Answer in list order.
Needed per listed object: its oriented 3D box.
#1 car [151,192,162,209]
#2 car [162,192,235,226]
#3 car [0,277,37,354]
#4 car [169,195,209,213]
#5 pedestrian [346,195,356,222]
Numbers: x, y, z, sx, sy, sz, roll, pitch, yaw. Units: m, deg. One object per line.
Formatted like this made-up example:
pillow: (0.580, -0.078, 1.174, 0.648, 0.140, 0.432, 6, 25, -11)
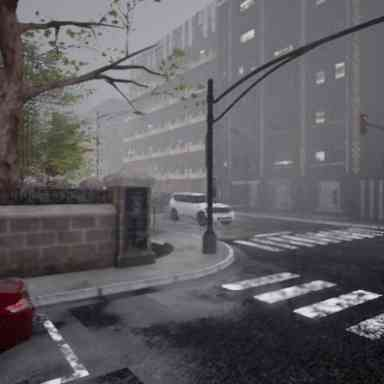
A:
car: (-3.583, 0.922, 37.885, 2.192, 1.841, 5.009, 2, 0, -36)
car: (0.470, 1.066, 22.567, 2.150, 2.045, 5.566, 0, 1, -35)
car: (-4.042, 1.569, 3.680, 4.206, 1.307, 1.802, 1, -1, -35)
car: (-0.326, 1.146, 33.428, 1.967, 1.590, 4.097, 2, 0, -36)
pedestrian: (10.941, 1.129, 22.987, 0.375, 1.860, 0.375, 2, -1, -36)
